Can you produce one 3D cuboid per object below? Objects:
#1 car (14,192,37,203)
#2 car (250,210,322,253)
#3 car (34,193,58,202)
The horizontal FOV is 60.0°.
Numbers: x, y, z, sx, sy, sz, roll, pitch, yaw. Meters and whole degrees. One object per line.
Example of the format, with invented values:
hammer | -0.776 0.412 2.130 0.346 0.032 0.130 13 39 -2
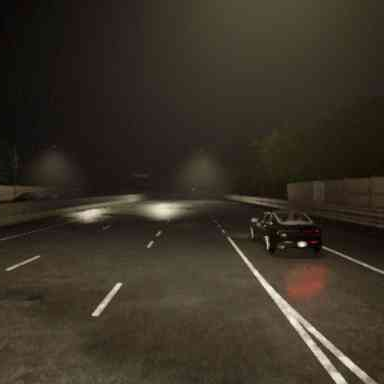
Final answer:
car | -28.099 1.063 56.896 2.150 2.045 5.566 0 0 0
car | 3.592 1.487 13.397 1.837 1.490 4.892 0 0 -1
car | -24.600 1.354 56.965 1.812 1.442 4.674 0 0 0
